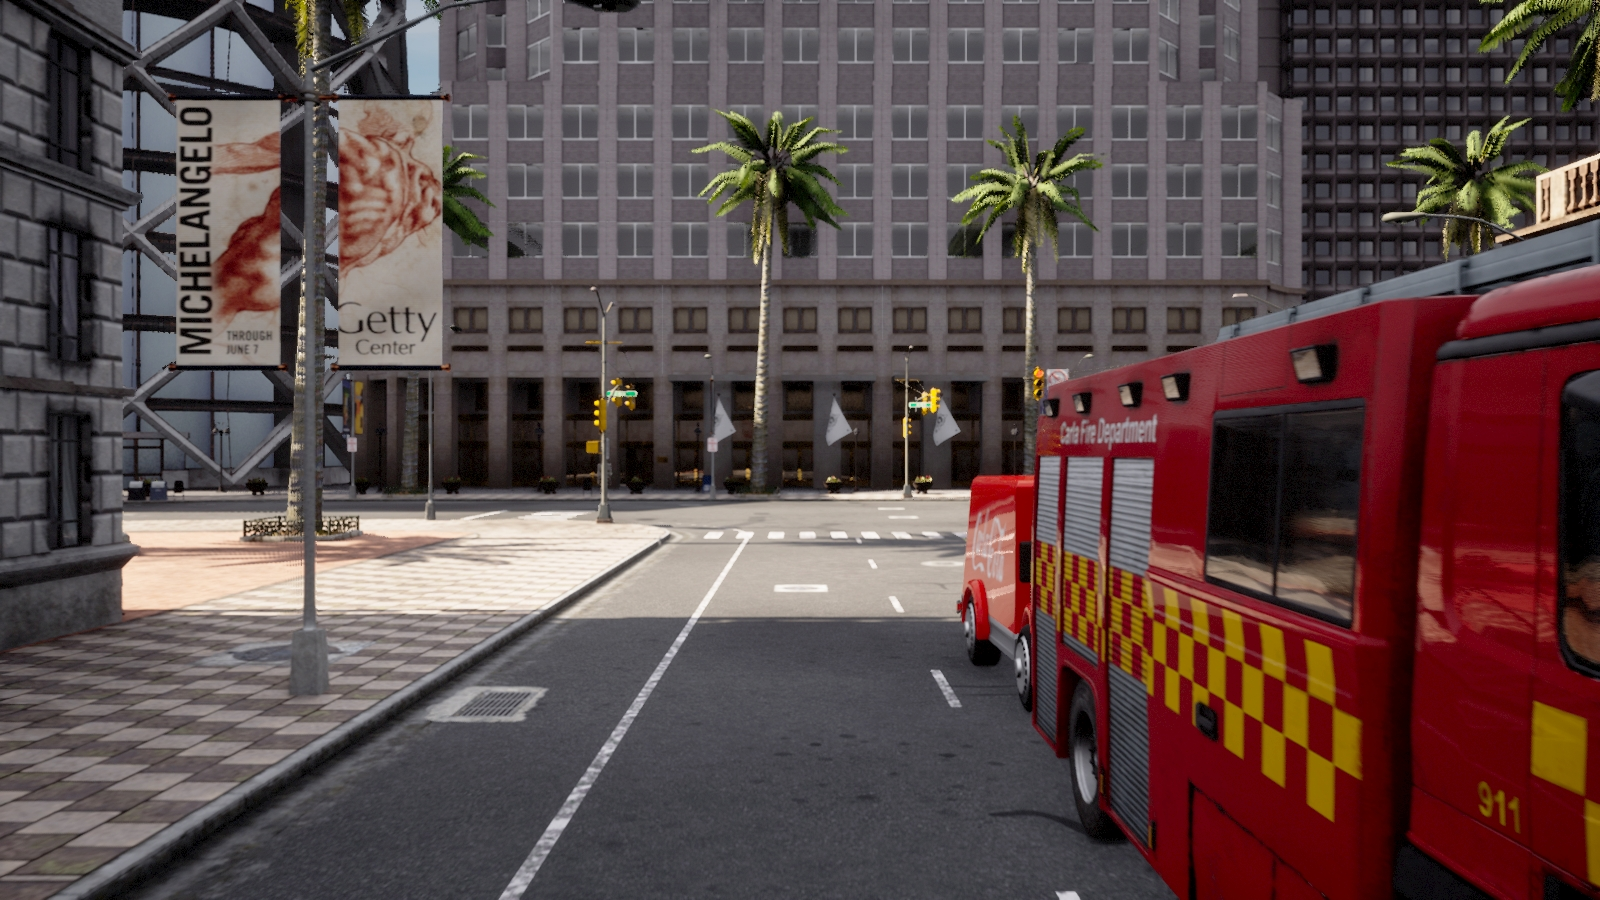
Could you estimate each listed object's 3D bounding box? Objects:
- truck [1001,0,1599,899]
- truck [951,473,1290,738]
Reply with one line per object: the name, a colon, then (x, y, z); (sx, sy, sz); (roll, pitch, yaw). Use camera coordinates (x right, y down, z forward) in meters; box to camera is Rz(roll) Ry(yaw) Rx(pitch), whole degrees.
truck: (3.190, 0.891, 5.637); (2.891, 3.827, 8.468); (0, 0, 0)
truck: (3.465, 1.568, 13.734); (2.627, 2.467, 5.204); (0, 0, 0)
